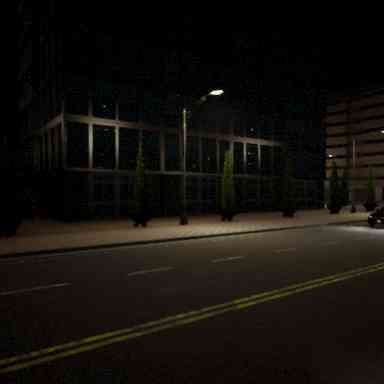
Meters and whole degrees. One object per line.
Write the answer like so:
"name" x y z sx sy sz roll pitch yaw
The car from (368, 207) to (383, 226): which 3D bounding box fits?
"car" 13.622 1.558 22.203 4.674 1.442 1.812 0 0 -36
